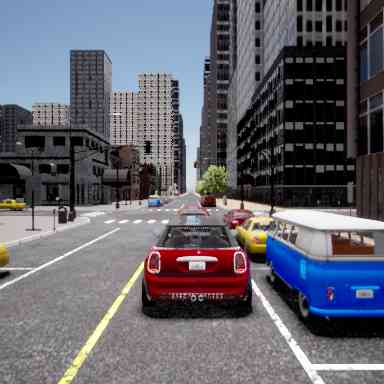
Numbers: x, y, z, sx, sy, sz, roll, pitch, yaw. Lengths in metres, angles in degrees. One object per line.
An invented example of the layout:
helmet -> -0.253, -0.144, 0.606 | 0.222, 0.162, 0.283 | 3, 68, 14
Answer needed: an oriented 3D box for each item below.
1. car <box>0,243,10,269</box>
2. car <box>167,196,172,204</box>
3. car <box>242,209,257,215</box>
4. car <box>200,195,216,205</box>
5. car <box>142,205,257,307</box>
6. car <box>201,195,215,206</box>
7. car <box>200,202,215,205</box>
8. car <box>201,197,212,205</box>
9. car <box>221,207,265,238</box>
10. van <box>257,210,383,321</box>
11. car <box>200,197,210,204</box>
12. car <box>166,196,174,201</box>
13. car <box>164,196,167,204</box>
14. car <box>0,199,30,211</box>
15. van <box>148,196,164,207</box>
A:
car -> -5.701, 1.530, 6.834 | 1.752, 1.417, 4.829 | 0, 0, 0
car -> -5.777, 1.575, 67.289 | 1.967, 1.590, 4.097 | 0, 0, 0
car -> 2.671, 1.536, 12.848 | 1.752, 1.417, 4.829 | 0, 0, 0
car -> 2.623, 1.404, 50.729 | 2.192, 1.841, 5.009 | 0, 0, 0
car -> 0.089, 1.358, 8.154 | 2.097, 1.767, 4.553 | 0, 0, 0
car -> 2.617, 1.418, 56.253 | 2.192, 1.841, 5.009 | 0, 0, 0
car -> 0.079, 1.494, 17.360 | 1.882, 1.535, 5.008 | 0, 0, 0
car -> 2.611, 1.663, 61.777 | 1.887, 1.381, 4.507 | 0, 0, 0
car -> 2.665, 1.599, 18.341 | 1.802, 1.307, 4.206 | 0, 0, 0
van -> 2.679, 1.346, 7.014 | 1.690, 1.788, 3.998 | 0, 0, 0
car -> 2.604, 1.701, 67.301 | 1.947, 1.339, 4.313 | 0, 0, 0
car -> -5.804, 1.734, 89.213 | 1.752, 1.417, 4.829 | 0, 0, 0
car -> -5.763, 1.543, 56.240 | 1.967, 1.590, 4.097 | 0, 0, 0
car -> -21.457, 1.495, 38.528 | 4.829, 1.417, 1.752 | 0, 0, 0
van -> -5.756, 1.430, 50.716 | 1.690, 1.788, 3.998 | 0, 0, 0
